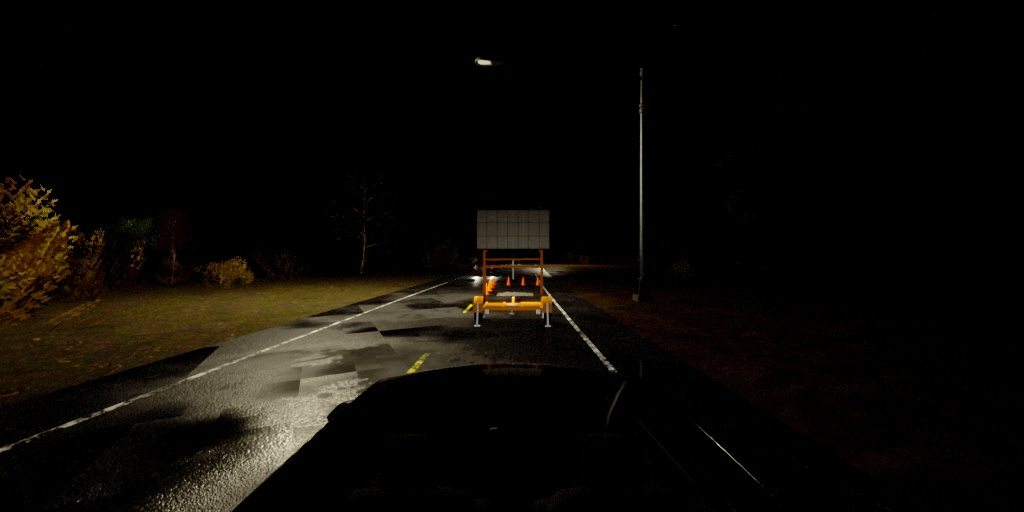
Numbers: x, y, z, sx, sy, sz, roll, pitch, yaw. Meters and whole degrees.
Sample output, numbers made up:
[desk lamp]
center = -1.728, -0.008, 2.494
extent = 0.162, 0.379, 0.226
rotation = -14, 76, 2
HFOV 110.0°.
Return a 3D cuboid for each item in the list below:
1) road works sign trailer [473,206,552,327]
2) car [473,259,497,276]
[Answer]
[road works sign trailer]
center = 0.038, 0.213, 11.533
extent = 2.380, 3.560, 2.880
rotation = 0, 0, 1
[car]
center = -2.735, 1.096, 37.281
extent = 2.097, 1.767, 4.553
rotation = 0, 0, 2
